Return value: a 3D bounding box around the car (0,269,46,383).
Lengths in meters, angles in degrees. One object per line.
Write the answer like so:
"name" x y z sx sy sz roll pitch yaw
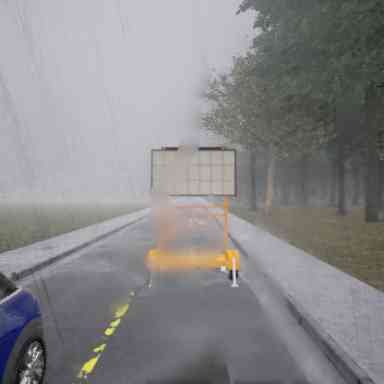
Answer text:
"car" -2.736 1.366 1.935 2.097 1.767 4.553 0 0 0

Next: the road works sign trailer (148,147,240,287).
"road works sign trailer" 0.047 0.525 9.506 2.380 3.560 2.880 0 0 0
